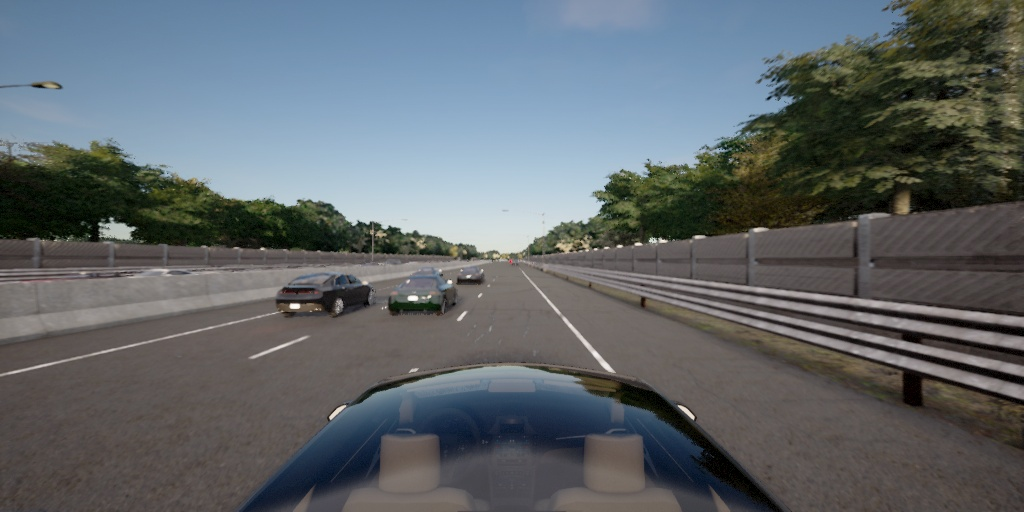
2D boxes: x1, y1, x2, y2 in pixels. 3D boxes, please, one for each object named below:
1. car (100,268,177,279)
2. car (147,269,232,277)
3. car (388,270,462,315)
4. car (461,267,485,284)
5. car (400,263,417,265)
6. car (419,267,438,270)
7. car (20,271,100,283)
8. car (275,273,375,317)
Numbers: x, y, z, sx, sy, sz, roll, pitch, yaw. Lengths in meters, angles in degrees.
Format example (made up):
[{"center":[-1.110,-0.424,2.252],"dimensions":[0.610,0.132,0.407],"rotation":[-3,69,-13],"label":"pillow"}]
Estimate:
[{"center":[-21.090,1.478,21.596],"dimensions":[1.812,1.442,4.674],"rotation":[0,-1,0],"label":"car"},{"center":[-17.604,1.544,20.731],"dimensions":[1.895,1.301,4.718],"rotation":[0,-1,0],"label":"car"},{"center":[-3.403,1.443,14.339],"dimensions":[1.994,1.385,4.181],"rotation":[0,-1,0],"label":"car"},{"center":[-3.406,1.602,30.072],"dimensions":[1.994,1.385,4.181],"rotation":[0,-1,0],"label":"car"},{"center":[-17.524,1.892,62.759],"dimensions":[1.812,1.442,4.674],"rotation":[0,-1,0],"label":"car"},{"center":[-6.905,1.599,29.724],"dimensions":[1.994,1.385,4.181],"rotation":[0,-1,0],"label":"car"},{"center":[-24.603,1.543,20.673],"dimensions":[1.895,1.301,4.718],"rotation":[0,-1,0],"label":"car"},{"center":[-6.903,1.378,13.834],"dimensions":[1.837,1.490,4.892],"rotation":[0,-1,0],"label":"car"}]
